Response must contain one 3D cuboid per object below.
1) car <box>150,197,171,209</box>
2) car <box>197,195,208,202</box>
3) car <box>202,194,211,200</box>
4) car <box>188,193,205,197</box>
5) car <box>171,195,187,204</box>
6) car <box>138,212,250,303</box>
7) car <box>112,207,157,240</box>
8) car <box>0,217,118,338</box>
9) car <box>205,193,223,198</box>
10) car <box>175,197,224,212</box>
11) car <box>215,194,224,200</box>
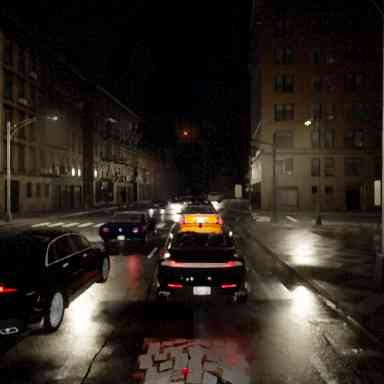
[{"bbox_3d":[-4.434,1.481,45.116,1.812,1.442,4.674,0,0,5],"label":"car"},{"bbox_3d":[2.466,1.406,74.790,2.033,1.411,5.357,0,0,8],"label":"car"},{"bbox_3d":[3.751,1.263,84.307,1.837,1.490,4.892,0,0,8],"label":"car"},{"bbox_3d":[1.123,1.119,64.819,2.150,2.045,5.566,0,0,8],"label":"car"},{"bbox_3d":[-2.702,1.417,60.884,1.837,1.490,4.892,0,0,7],"label":"car"},{"bbox_3d":[0.210,1.488,8.161,2.128,1.511,4.902,0,0,1],"label":"car"},{"bbox_3d":[-2.836,1.594,15.880,1.895,1.301,4.718,0,0,2],"label":"car"},{"bbox_3d":[-3.054,1.502,6.747,1.837,1.490,4.892,0,0,1],"label":"car"},{"bbox_3d":[4.270,1.121,63.806,2.150,2.045,5.566,0,0,8],"label":"car"},{"bbox_3d":[0.472,1.345,17.278,2.097,1.767,4.553,0,0,2],"label":"car"},{"bbox_3d":[6.972,1.288,83.872,1.812,1.442,4.674,0,0,8],"label":"car"}]
